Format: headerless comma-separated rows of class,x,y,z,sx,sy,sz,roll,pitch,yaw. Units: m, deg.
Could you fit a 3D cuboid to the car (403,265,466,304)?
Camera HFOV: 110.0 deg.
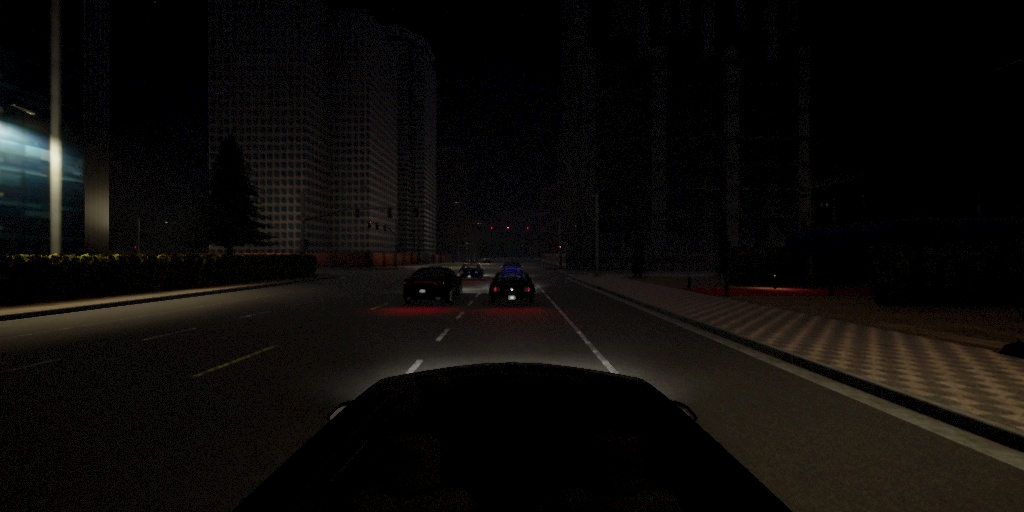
car,-3.500,1.234,16.500,1.882,1.535,5.008,0,0,0

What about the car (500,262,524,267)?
car,-0.007,1.234,31.527,1.882,1.535,5.008,0,0,0

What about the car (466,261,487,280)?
car,-3.507,1.365,31.539,1.895,1.301,4.718,0,0,0

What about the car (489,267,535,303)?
car,0.000,1.365,16.530,1.895,1.301,4.718,0,0,0
